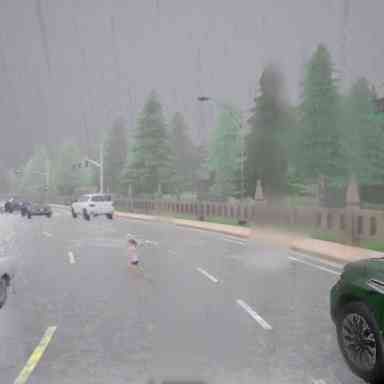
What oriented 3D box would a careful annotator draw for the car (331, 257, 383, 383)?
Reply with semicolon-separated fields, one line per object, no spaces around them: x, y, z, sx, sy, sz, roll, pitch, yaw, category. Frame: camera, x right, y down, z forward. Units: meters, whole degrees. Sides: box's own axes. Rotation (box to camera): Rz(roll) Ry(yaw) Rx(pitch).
3.171;1.224;2.338;2.150;2.045;5.566;0;0;-4;car

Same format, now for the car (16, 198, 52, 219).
-13.982;1.548;29.719;2.033;1.411;5.357;0;0;-36;car

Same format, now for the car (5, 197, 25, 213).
-19.716;1.352;37.630;2.097;1.767;4.553;0;0;-36;car

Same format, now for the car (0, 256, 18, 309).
-4.245;1.601;4.894;1.895;1.301;4.718;0;0;-12;car

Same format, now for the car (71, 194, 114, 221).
-8.377;1.215;27.777;2.150;2.045;5.566;0;-1;-35;car

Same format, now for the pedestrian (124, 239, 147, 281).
-1.466;1.674;8.407;0.500;1.100;0.500;0;0;-16;pedestrian
